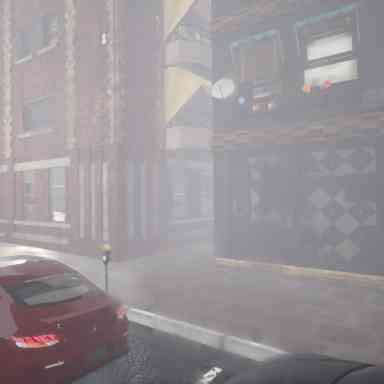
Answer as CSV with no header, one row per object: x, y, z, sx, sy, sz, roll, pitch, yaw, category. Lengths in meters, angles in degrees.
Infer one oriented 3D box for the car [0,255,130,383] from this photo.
-2.703,1.583,4.762,4.206,1.307,1.802,0,-1,35,car

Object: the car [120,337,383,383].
1.909,1.566,1.487,4.313,1.339,1.947,0,-1,35,car
